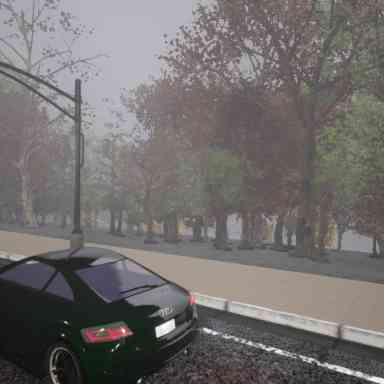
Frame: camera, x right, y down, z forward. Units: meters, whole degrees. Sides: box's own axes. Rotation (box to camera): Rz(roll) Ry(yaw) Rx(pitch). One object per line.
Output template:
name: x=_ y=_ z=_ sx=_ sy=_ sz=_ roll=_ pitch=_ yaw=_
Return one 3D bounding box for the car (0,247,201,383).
car: x=-1.939 y=1.563 z=5.069 sx=4.181 sy=1.385 sz=1.994 roll=0 pitch=0 yaw=36
